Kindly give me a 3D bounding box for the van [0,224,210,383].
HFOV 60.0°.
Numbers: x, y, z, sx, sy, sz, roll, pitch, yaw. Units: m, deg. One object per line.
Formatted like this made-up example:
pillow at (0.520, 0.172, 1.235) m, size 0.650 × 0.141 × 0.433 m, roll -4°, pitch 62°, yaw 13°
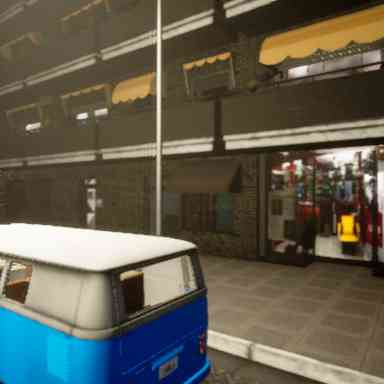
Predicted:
van at (-1.721, 1.362, 4.091) m, size 3.998 × 1.788 × 1.690 m, roll 0°, pitch 0°, yaw 35°
